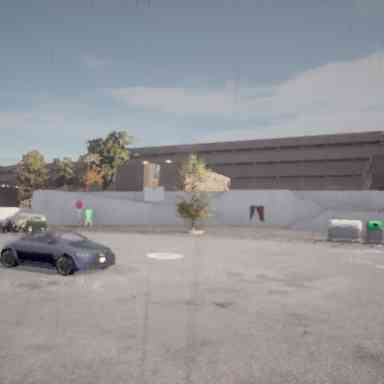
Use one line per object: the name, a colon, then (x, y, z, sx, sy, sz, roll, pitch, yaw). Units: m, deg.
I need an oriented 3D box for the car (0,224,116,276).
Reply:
car: (-4.861, 2.101, 12.143, 4.181, 1.385, 1.994, 0, -4, 24)

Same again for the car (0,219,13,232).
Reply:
car: (-23.078, 3.896, 38.519, 2.002, 1.452, 4.674, 0, -6, 4)

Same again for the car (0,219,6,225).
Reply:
car: (-20.355, 3.784, 37.328, 2.002, 1.452, 4.674, 0, -6, 4)

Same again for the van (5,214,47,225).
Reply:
van: (-17.624, 3.396, 36.055, 1.878, 1.987, 4.442, 0, -6, 4)
